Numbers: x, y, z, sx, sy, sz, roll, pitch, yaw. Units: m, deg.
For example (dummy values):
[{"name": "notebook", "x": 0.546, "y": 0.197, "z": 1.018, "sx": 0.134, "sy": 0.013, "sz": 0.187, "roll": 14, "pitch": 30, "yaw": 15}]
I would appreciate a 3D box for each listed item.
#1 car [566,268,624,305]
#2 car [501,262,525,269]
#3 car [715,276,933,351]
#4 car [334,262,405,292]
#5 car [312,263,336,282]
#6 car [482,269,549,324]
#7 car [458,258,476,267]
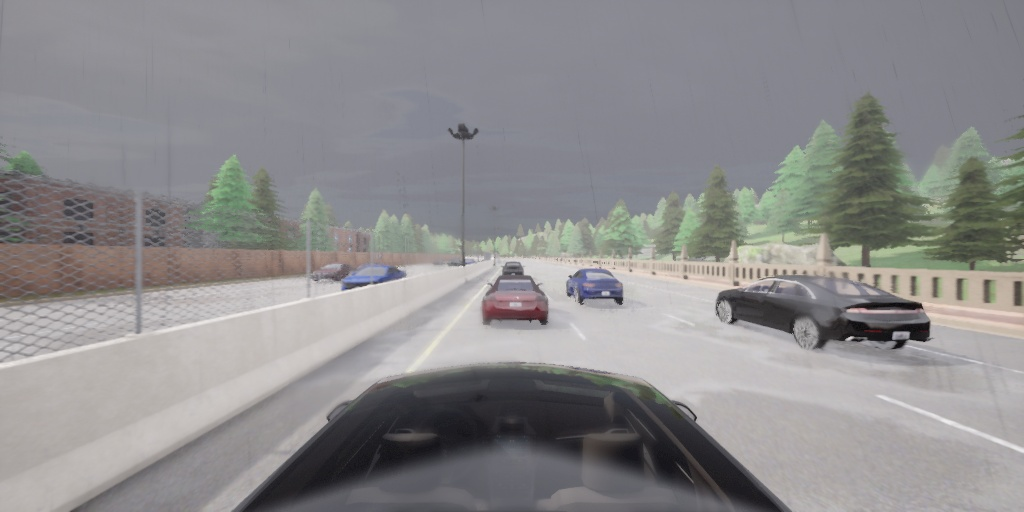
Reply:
[{"name": "car", "x": 3.585, "y": 1.272, "z": 16.022, "sx": 1.812, "sy": 1.442, "sz": 4.674, "roll": 0, "pitch": 0, "yaw": 0}, {"name": "car", "x": 0.097, "y": 1.246, "z": 31.589, "sx": 1.837, "sy": 1.490, "sz": 4.892, "roll": 0, "pitch": 0, "yaw": 0}, {"name": "car", "x": 7.099, "y": 1.240, "z": 8.966, "sx": 2.128, "sy": 1.511, "sz": 4.902, "roll": 0, "pitch": 0, "yaw": 0}, {"name": "car", "x": -7.101, "y": 1.223, "z": 18.905, "sx": 1.882, "sy": 1.535, "sz": 5.008, "roll": 0, "pitch": 0, "yaw": 0}, {"name": "car", "x": -14.099, "y": 1.268, "z": 28.848, "sx": 1.812, "sy": 1.442, "sz": 4.674, "roll": 0, "pitch": 0, "yaw": 0}, {"name": "car", "x": 0.099, "y": 1.311, "z": 11.902, "sx": 1.994, "sy": 1.385, "sz": 4.181, "roll": 0, "pitch": 0, "yaw": 0}, {"name": "car", "x": -7.060, "y": 1.211, "z": 58.748, "sx": 1.882, "sy": 1.535, "sz": 5.008, "roll": 0, "pitch": 0, "yaw": 0}]
